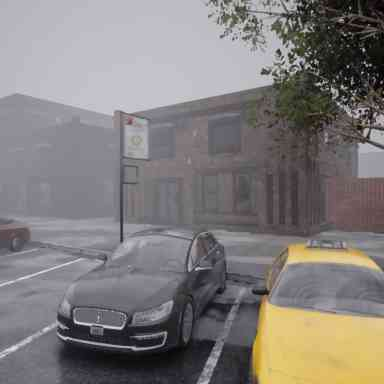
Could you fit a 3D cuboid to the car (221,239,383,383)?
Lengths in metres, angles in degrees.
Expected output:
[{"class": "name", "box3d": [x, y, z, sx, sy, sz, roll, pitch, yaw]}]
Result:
[{"class": "car", "box3d": [1.863, 1.480, 4.543, 1.946, 1.575, 5.366, 1, -1, 16]}]

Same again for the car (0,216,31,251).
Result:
[{"class": "car", "box3d": [-7.839, 1.528, 11.717, 2.002, 1.452, 4.674, 1, -1, 16]}]

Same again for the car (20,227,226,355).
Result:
[{"class": "car", "box3d": [-0.523, 1.487, 6.474, 2.231, 1.521, 4.892, 1, -1, 16]}]
